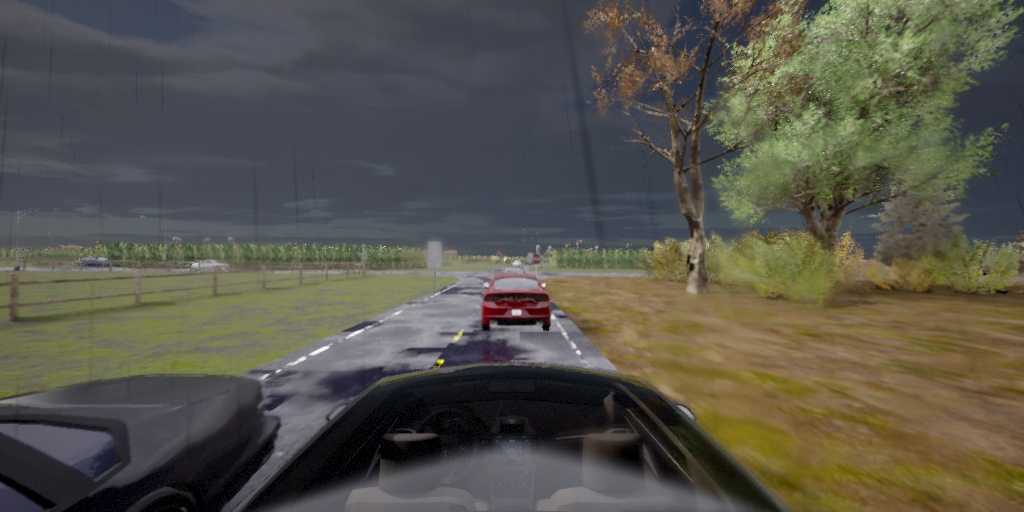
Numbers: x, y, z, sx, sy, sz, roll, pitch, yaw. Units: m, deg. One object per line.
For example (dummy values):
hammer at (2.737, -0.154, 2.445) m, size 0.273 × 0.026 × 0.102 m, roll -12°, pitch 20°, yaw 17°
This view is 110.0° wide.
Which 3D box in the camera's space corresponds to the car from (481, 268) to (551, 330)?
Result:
car at (0.095, 1.280, 11.412) m, size 1.882 × 1.535 × 5.008 m, roll 0°, pitch -1°, yaw -1°

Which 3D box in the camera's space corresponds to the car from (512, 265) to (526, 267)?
car at (0.092, 1.472, 24.024) m, size 1.895 × 1.301 × 4.718 m, roll 0°, pitch 0°, yaw 0°

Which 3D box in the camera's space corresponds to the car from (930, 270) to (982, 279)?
car at (46.887, 1.793, 39.287) m, size 5.357 × 1.411 × 2.033 m, roll 0°, pitch 0°, yaw 8°

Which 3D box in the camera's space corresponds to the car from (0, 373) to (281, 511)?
car at (-2.849, 1.291, 0.602) m, size 2.033 × 1.411 × 5.357 m, roll 0°, pitch 0°, yaw 0°

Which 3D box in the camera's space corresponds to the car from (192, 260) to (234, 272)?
car at (-38.169, 1.251, 45.767) m, size 4.674 × 1.442 × 1.812 m, roll 0°, pitch 0°, yaw 3°
